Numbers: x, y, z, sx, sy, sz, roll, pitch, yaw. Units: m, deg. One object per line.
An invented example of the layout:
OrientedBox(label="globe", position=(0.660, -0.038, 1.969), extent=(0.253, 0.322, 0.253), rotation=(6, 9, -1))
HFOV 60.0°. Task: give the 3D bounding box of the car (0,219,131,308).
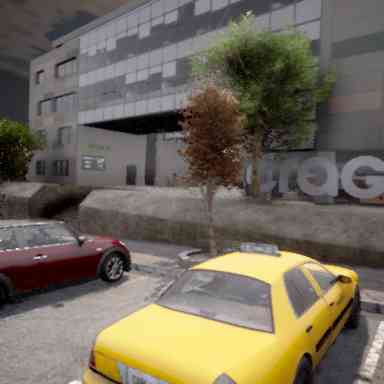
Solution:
OrientedBox(label="car", position=(-3.590, 1.411, 7.806), extent=(2.185, 1.767, 4.553), rotation=(-1, 0, 36))
